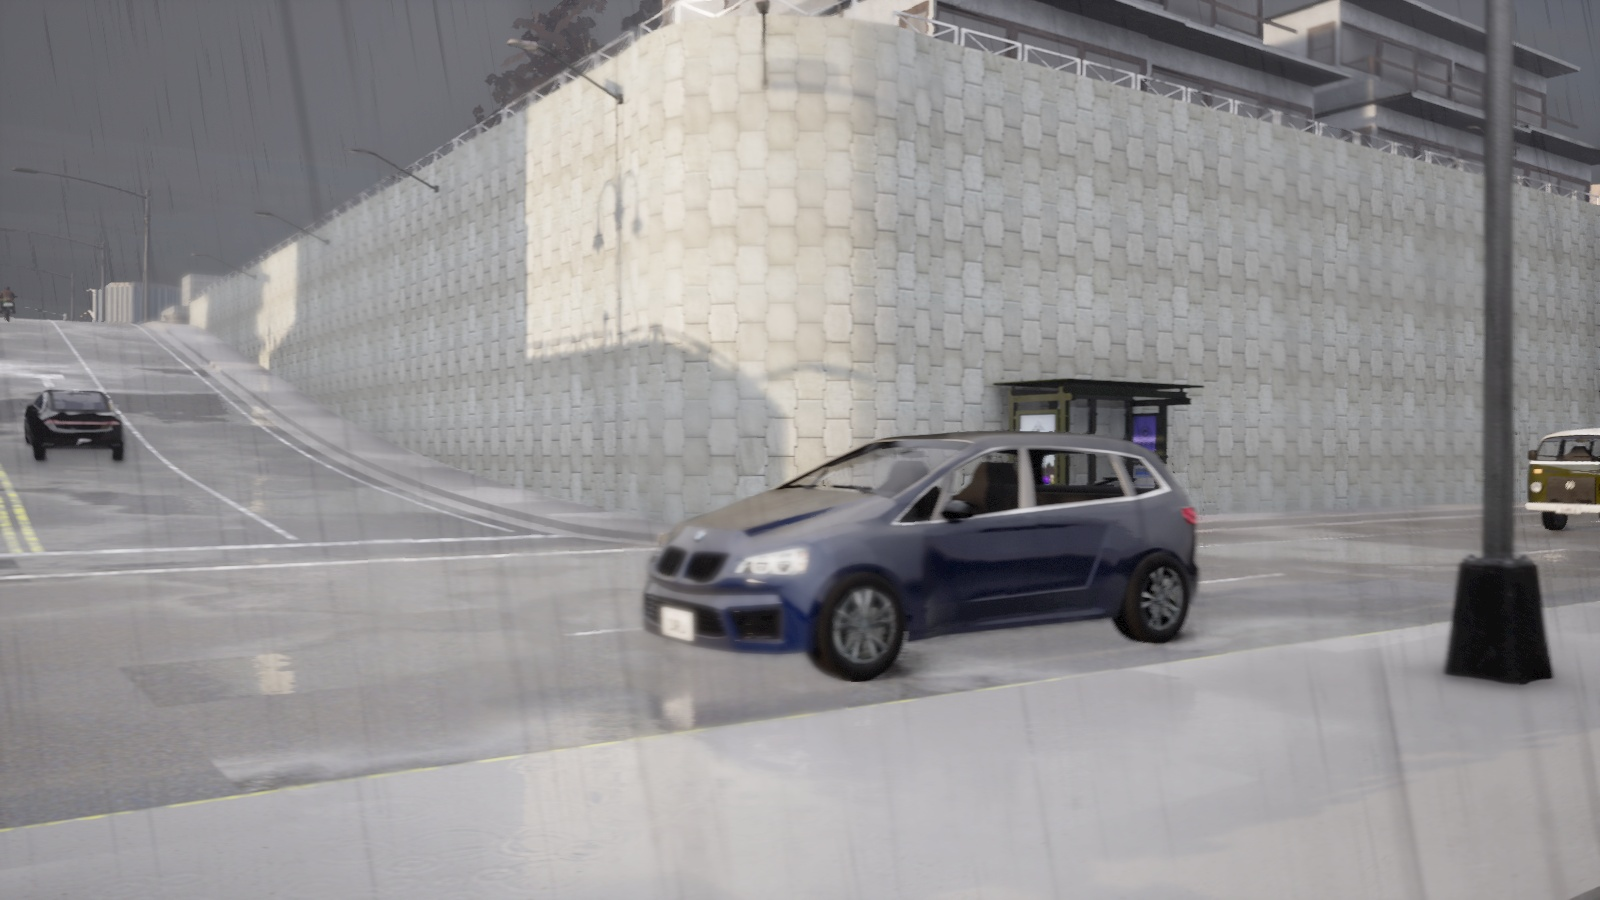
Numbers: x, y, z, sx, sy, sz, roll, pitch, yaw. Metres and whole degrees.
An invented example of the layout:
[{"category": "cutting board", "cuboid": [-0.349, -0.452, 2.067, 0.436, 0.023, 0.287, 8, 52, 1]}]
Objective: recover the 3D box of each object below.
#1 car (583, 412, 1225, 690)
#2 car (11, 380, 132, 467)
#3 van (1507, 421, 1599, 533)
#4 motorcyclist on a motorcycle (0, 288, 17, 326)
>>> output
[{"category": "car", "cuboid": [0.909, 0.605, 9.774, 4.611, 1.667, 2.242, 0, 0, -35]}, {"category": "car", "cuboid": [-17.671, -0.694, 30.347, 2.128, 1.511, 4.902, 0, 7, -35]}, {"category": "van", "cuboid": [16.006, 0.495, 24.548, 4.480, 2.038, 2.069, 0, 0, -35]}, {"category": "motorcyclist on a motorcycle", "cuboid": [-35.787, -6.458, 56.504, 0.797, 1.523, 2.044, 0, 9, -35]}]
